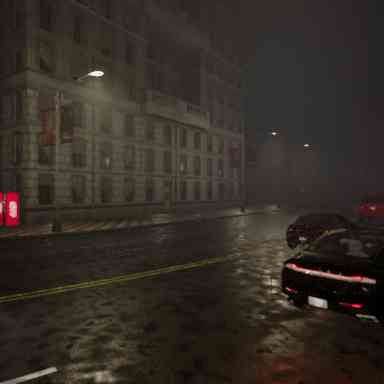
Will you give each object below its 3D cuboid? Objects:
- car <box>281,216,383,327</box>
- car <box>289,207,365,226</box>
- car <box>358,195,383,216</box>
[{"bbox_3d":[3.732,1.489,6.782,4.902,1.511,2.128,0,0,-43],"label":"car"},{"bbox_3d":[5.433,1.519,13.643,1.812,1.442,4.674,0,0,40],"label":"car"},{"bbox_3d":[13.997,1.211,24.892,2.150,2.045,5.566,0,0,37],"label":"car"}]
